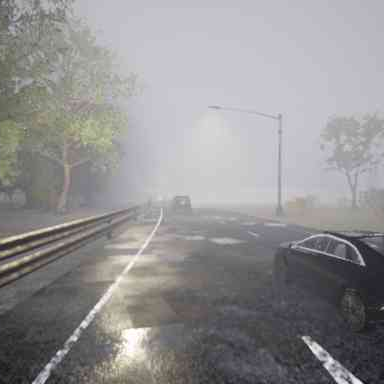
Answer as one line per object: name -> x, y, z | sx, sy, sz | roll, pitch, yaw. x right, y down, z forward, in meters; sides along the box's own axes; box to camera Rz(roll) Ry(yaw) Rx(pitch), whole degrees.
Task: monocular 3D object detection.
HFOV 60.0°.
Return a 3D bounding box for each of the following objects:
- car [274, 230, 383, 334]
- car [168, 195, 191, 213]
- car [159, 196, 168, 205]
car -> 3.318, 1.545, 6.926 | 2.128, 1.511, 4.902 | 0, 0, -8
car -> -1.404, 1.422, 40.630 | 2.150, 2.045, 5.566 | 0, 0, -8
car -> -5.143, 1.899, 67.311 | 1.895, 1.301, 4.718 | 0, 0, -8
